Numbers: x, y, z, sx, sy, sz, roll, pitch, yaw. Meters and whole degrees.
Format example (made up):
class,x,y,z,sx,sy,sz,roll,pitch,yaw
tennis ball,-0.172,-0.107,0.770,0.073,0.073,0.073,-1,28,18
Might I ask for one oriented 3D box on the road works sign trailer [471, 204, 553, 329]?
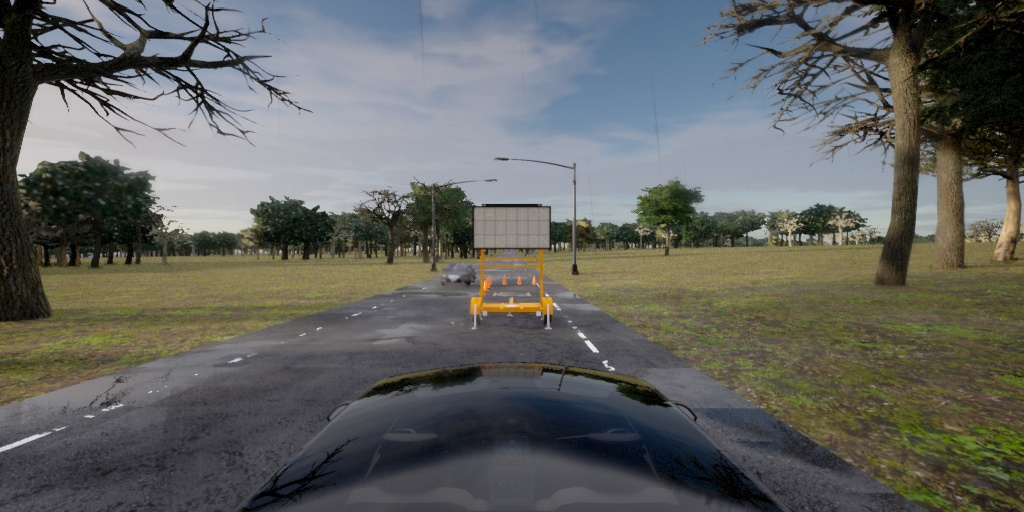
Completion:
class,x,y,z,sx,sy,sz,roll,pitch,yaw
road works sign trailer,-0.005,0.197,11.128,2.380,3.560,2.880,0,0,0

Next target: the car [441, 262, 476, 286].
class,x,y,z,sx,sy,sz,roll,pitch,yaw
car,-3.511,1.168,24.091,2.128,1.511,4.902,0,0,0
